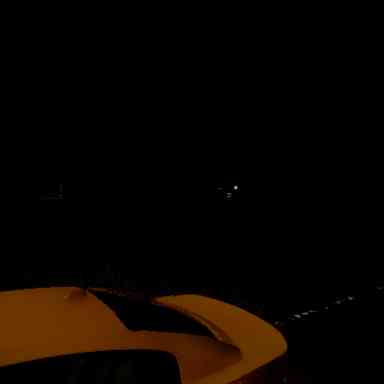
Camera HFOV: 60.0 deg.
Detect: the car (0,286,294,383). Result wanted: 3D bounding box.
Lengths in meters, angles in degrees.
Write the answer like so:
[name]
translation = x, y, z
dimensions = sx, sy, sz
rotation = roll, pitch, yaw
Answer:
[car]
translation = -1.523, 1.477, 1.953
dimensions = 5.008, 1.535, 1.882
rotation = 0, 0, -35
